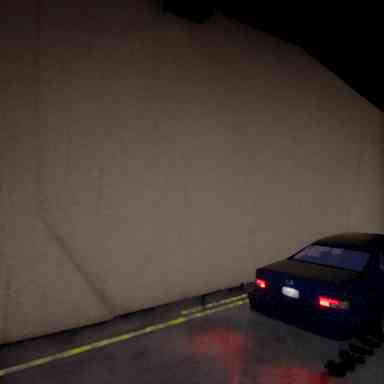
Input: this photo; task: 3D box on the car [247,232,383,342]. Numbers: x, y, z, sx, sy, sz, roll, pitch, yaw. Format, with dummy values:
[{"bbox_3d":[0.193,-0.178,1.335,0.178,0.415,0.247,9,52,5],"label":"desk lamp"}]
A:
[{"bbox_3d":[3.461,1.512,6.418,5.357,1.411,2.033,0,0,-37],"label":"car"}]
